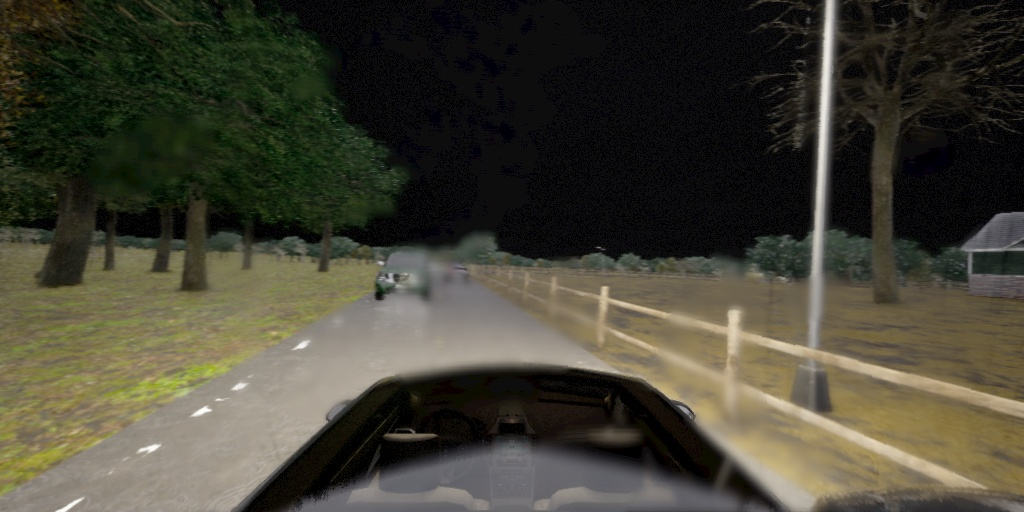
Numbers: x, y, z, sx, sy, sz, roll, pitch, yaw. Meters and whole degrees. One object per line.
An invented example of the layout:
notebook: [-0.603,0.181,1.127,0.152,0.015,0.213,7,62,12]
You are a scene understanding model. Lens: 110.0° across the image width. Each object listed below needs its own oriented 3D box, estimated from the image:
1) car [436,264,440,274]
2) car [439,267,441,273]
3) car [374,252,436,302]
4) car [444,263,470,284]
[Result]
car: [-10.077,1.562,44.954,1.895,1.301,4.718,3,-2,-6]
car: [-6.890,1.530,41.400,2.128,1.511,4.902,4,-2,-9]
car: [-4.782,0.847,16.457,2.150,2.045,5.566,4,-1,-12]
car: [-4.415,1.350,28.874,2.128,1.511,4.902,4,-1,-12]
